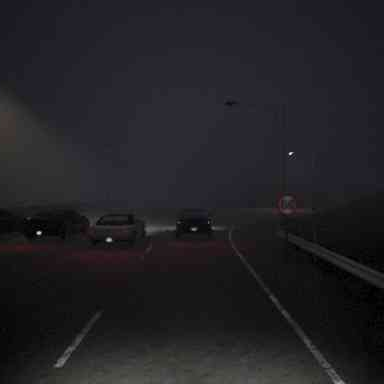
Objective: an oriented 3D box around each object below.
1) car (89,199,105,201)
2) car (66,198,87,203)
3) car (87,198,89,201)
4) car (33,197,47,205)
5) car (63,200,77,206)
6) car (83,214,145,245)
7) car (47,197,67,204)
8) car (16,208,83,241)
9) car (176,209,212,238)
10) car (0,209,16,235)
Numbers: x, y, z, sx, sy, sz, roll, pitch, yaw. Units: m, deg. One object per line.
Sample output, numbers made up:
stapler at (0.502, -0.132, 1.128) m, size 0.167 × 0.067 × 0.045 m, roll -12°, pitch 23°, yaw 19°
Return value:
car at (-24.499, 2.858, 86.333) m, size 1.882 × 1.535 × 5.008 m, roll 0°, pitch -2°, yaw 0°
car at (-24.499, 2.310, 70.503) m, size 1.994 × 1.385 × 4.181 m, roll 0°, pitch -2°, yaw 0°
car at (-27.999, 2.604, 86.313) m, size 2.150 × 2.045 × 5.566 m, roll 0°, pitch -2°, yaw 0°
car at (-31.499, 1.982, 70.484) m, size 2.150 × 2.045 × 5.566 m, roll 0°, pitch -2°, yaw 0°
car at (-31.499, 2.880, 86.332) m, size 1.837 × 1.490 × 4.892 m, roll 0°, pitch -2°, yaw 0°
car at (-3.402, 1.691, 15.882) m, size 1.895 × 1.301 × 4.718 m, roll 0°, pitch -1°, yaw 0°
car at (-27.999, 1.982, 70.484) m, size 2.150 × 2.045 × 5.566 m, roll 0°, pitch -2°, yaw 0°
car at (-6.901, 1.607, 17.438) m, size 1.837 × 1.490 × 4.892 m, roll 0°, pitch 0°, yaw 0°
car at (0.098, 1.632, 18.289) m, size 1.812 × 1.442 × 4.674 m, roll 0°, pitch -1°, yaw 0°
car at (-10.403, 1.607, 17.428) m, size 1.837 × 1.490 × 4.892 m, roll 0°, pitch 0°, yaw 0°
